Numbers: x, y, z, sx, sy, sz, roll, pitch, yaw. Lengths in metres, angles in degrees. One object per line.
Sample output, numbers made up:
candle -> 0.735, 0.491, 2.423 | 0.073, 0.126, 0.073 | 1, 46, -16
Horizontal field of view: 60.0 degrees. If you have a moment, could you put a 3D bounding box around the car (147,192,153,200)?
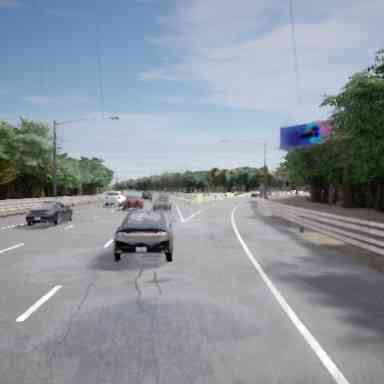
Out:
car -> -9.655, 0.931, 71.177 | 2.150, 2.045, 5.566 | 0, 0, -6

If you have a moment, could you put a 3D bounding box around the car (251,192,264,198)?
car -> 17.641, 0.810, 91.622 | 1.882, 1.535, 5.008 | 1, 1, 25

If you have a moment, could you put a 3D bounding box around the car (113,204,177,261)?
car -> -1.600, 1.419, 11.946 | 2.128, 1.511, 4.902 | 0, 0, -4

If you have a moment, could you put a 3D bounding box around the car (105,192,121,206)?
car -> -10.844, 0.955, 47.236 | 2.150, 2.045, 5.566 | 0, 0, -5

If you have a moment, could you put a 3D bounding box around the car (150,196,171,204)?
car -> -3.125, 1.401, 35.691 | 1.895, 1.301, 4.718 | 0, 0, -4

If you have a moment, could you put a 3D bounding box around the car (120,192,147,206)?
car -> -6.768, 1.125, 39.127 | 2.097, 1.767, 4.553 | 0, 0, -4

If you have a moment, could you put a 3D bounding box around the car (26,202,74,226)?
car -> -9.138, 1.368, 21.656 | 1.812, 1.442, 4.674 | 0, 0, -4

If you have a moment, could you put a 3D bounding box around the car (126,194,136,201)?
car -> -13.485, 1.218, 73.390 | 1.812, 1.442, 4.674 | 0, 0, -6
